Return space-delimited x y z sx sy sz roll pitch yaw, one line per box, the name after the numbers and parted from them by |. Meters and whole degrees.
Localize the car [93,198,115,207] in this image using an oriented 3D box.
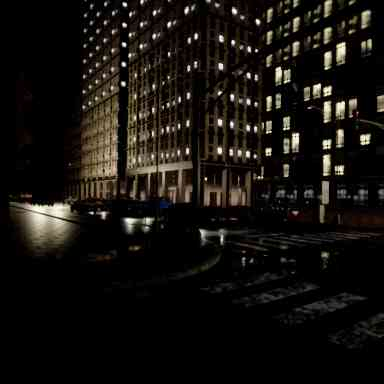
-13.728 1.585 51.631 1.947 1.339 4.313 1 -1 -35 | car

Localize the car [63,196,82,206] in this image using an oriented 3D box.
-20.350 1.485 56.334 1.812 1.442 4.674 1 -1 -35 | car

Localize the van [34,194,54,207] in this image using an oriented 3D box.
-20.563 1.196 46.794 1.690 1.788 3.998 1 -1 -35 | van

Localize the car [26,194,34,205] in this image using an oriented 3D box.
-23.830 1.431 51.402 1.802 1.307 4.206 1 -1 -35 | car

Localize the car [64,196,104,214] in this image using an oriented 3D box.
-10.778 1.426 32.959 2.008 1.369 4.403 1 -1 -35 | car

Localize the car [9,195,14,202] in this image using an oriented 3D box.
-36.881 1.396 69.846 1.947 1.339 4.313 1 -1 -35 | car

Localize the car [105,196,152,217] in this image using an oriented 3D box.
-5.953 1.410 30.623 1.882 1.535 5.008 1 -1 -35 | car

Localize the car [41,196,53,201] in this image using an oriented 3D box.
-36.568 1.569 83.907 1.802 1.307 4.206 1 -1 -35 | car

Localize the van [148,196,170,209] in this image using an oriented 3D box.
-3.935 1.381 37.801 1.690 1.788 3.998 1 -1 -35 | van

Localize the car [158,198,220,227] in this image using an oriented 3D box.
-0.153 1.425 22.425 1.882 1.535 5.008 1 -1 -36 | car

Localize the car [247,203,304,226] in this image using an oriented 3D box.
5.852 1.504 23.967 1.967 1.590 4.097 1 -1 -35 | car

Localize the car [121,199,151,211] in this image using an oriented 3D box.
-7.201 1.583 42.409 2.008 1.369 4.403 1 -1 -35 | car

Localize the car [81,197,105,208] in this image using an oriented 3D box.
-14.360 1.476 47.962 1.837 1.490 4.892 1 -1 -35 | car

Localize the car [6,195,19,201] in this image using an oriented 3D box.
-40.143 1.377 74.457 2.008 1.369 4.403 1 -1 -35 | car

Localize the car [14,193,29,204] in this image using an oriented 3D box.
-30.351 1.154 60.627 2.192 1.841 5.009 1 -1 -35 | car
